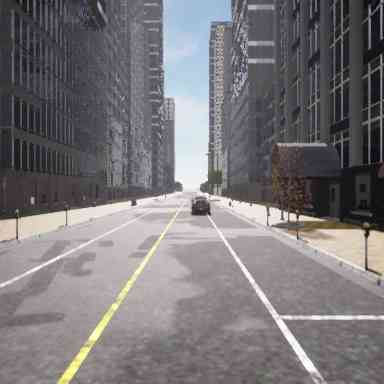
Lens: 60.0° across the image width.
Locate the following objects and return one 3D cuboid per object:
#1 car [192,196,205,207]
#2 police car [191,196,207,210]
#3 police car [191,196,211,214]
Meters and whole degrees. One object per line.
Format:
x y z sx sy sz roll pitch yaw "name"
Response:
0.900 1.452 50.486 1.882 1.535 5.008 0 0 0 "car"
0.900 1.397 44.596 1.930 1.638 5.238 0 0 0 "police car"
0.900 1.401 34.595 1.930 1.638 5.238 0 0 0 "police car"
